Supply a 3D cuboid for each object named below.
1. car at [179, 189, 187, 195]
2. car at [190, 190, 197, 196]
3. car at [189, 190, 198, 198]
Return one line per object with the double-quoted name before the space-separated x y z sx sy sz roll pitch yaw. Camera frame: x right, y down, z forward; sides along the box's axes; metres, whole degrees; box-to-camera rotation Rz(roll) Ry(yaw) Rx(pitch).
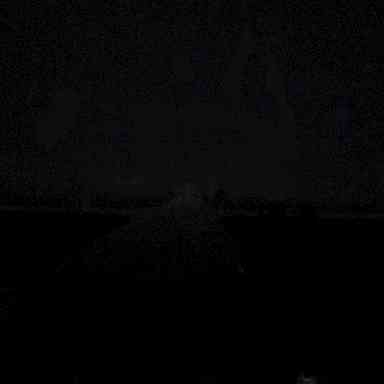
"car" -2.290 0.057 85.231 1.882 1.535 5.008 0 1 0
"car" 0.488 0.233 90.226 1.837 1.490 4.892 0 1 0
"car" 0.432 0.604 80.196 1.812 1.442 4.674 0 1 0
